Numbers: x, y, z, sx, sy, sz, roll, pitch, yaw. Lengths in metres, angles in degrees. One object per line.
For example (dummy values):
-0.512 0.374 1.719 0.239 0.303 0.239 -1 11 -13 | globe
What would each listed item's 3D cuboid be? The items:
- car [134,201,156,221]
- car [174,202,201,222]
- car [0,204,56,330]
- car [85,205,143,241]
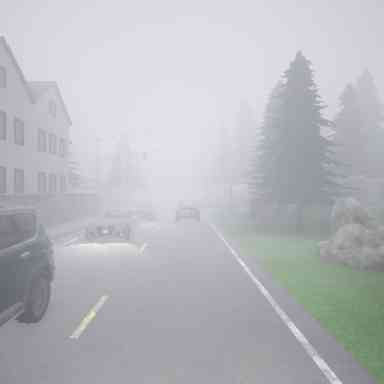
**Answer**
-3.974 1.505 27.205 1.837 1.490 4.892 0 0 -1 | car
-0.353 1.491 26.106 2.128 1.511 4.902 0 0 -1 | car
-3.640 1.223 4.228 2.150 2.045 5.566 0 0 -2 | car
-3.864 1.563 16.678 1.994 1.385 4.181 0 0 -1 | car
